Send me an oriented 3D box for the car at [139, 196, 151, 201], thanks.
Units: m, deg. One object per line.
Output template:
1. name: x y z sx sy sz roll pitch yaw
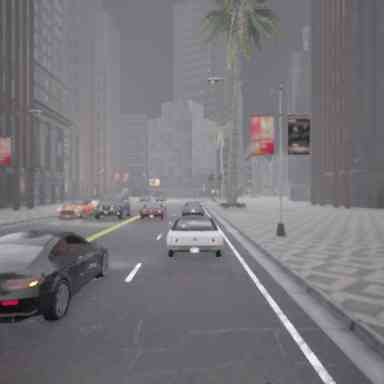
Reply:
1. car: -9.638 1.515 68.829 2.033 1.411 5.357 0 0 1

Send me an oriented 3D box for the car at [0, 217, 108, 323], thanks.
1. car: -3.169 1.522 7.127 1.812 1.442 4.674 0 0 0

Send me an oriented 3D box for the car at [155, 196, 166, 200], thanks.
1. car: -6.406 1.543 68.369 2.033 1.411 5.357 0 0 1

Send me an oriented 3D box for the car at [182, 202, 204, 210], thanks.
1. car: 0.093 1.560 30.345 1.994 1.385 4.181 0 0 0

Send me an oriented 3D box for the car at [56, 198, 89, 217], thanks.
1. car: -9.852 1.348 28.555 2.097 1.767 4.553 0 0 0

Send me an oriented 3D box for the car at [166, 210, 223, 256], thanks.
1. car: 0.095 1.596 13.003 1.895 1.301 4.718 0 0 0

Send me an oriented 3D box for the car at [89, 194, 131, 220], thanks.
1. car: -6.602 1.219 28.296 2.150 2.045 5.566 0 0 0

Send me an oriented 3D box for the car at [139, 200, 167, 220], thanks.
1. car: -3.157 1.597 28.265 1.895 1.301 4.718 0 0 0
